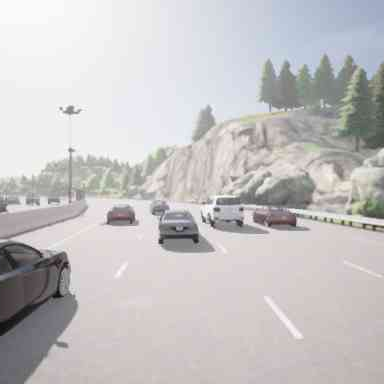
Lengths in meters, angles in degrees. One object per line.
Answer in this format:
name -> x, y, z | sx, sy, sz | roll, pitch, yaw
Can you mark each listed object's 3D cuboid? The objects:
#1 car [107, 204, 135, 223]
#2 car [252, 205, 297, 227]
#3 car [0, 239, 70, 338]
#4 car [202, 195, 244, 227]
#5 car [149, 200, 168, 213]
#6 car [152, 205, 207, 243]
car -> -5.490, 1.611, 26.035 | 1.994, 1.385, 4.181 | 0, 0, -8
car -> 5.534, 1.584, 22.829 | 1.994, 1.385, 4.181 | 0, 0, -7
car -> -3.599, 1.493, 5.484 | 1.882, 1.535, 5.008 | 0, 0, -2
car -> 2.003, 1.249, 23.114 | 2.150, 2.045, 5.566 | 0, 0, -7
car -> -3.485, 1.603, 35.295 | 2.033, 1.411, 5.357 | 0, 0, -11
car -> -0.754, 1.572, 16.309 | 2.033, 1.411, 5.357 | 0, 0, -5
